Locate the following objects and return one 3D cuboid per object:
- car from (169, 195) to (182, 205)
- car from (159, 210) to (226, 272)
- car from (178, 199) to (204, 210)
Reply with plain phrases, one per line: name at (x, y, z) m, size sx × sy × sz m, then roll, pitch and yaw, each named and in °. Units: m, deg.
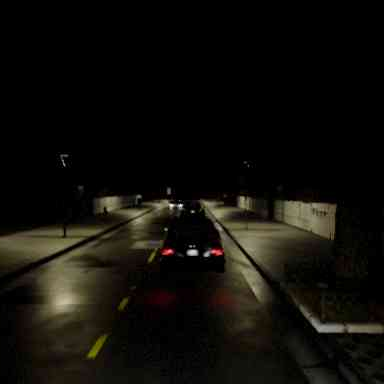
car at (-2.747, 1.368, 57.234) m, size 1.837 × 1.490 × 4.892 m, roll 0°, pitch 0°, yaw 1°
car at (0.034, 1.527, 10.653) m, size 2.033 × 1.411 × 5.357 m, roll 0°, pitch 0°, yaw 1°
car at (0.080, 1.508, 28.131) m, size 1.994 × 1.385 × 4.181 m, roll 0°, pitch 0°, yaw 1°
